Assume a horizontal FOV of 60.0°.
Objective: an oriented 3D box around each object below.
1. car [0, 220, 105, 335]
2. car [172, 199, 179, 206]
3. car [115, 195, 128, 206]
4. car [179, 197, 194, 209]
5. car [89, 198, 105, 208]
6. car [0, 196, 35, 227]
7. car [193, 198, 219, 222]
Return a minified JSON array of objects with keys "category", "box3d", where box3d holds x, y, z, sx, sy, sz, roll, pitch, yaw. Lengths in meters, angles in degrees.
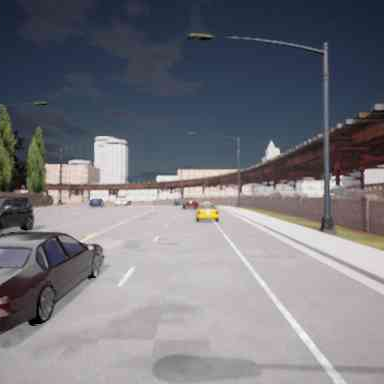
[{"category":"car","box3d":[-3.404,1.569,7.080,2.033,1.411,5.357,0,0,0]},{"category":"car","box3d":[-2.462,1.943,62.855,1.994,1.385,4.181,0,-1,-13]},{"category":"car","box3d":[-12.861,1.546,60.655,2.150,2.045,5.566,0,-2,-11]},{"category":"car","box3d":[-0.378,1.508,48.451,2.097,1.767,4.553,0,0,-5]},{"category":"car","box3d":[-15.130,1.651,52.928,1.882,1.535,5.008,0,-1,-7]},{"category":"car","box3d":[-10.608,1.275,17.966,2.150,2.045,5.566,0,0,0]},{"category":"car","box3d":[1.213,1.537,27.455,1.801,1.575,5.366,0,0,0]}]
